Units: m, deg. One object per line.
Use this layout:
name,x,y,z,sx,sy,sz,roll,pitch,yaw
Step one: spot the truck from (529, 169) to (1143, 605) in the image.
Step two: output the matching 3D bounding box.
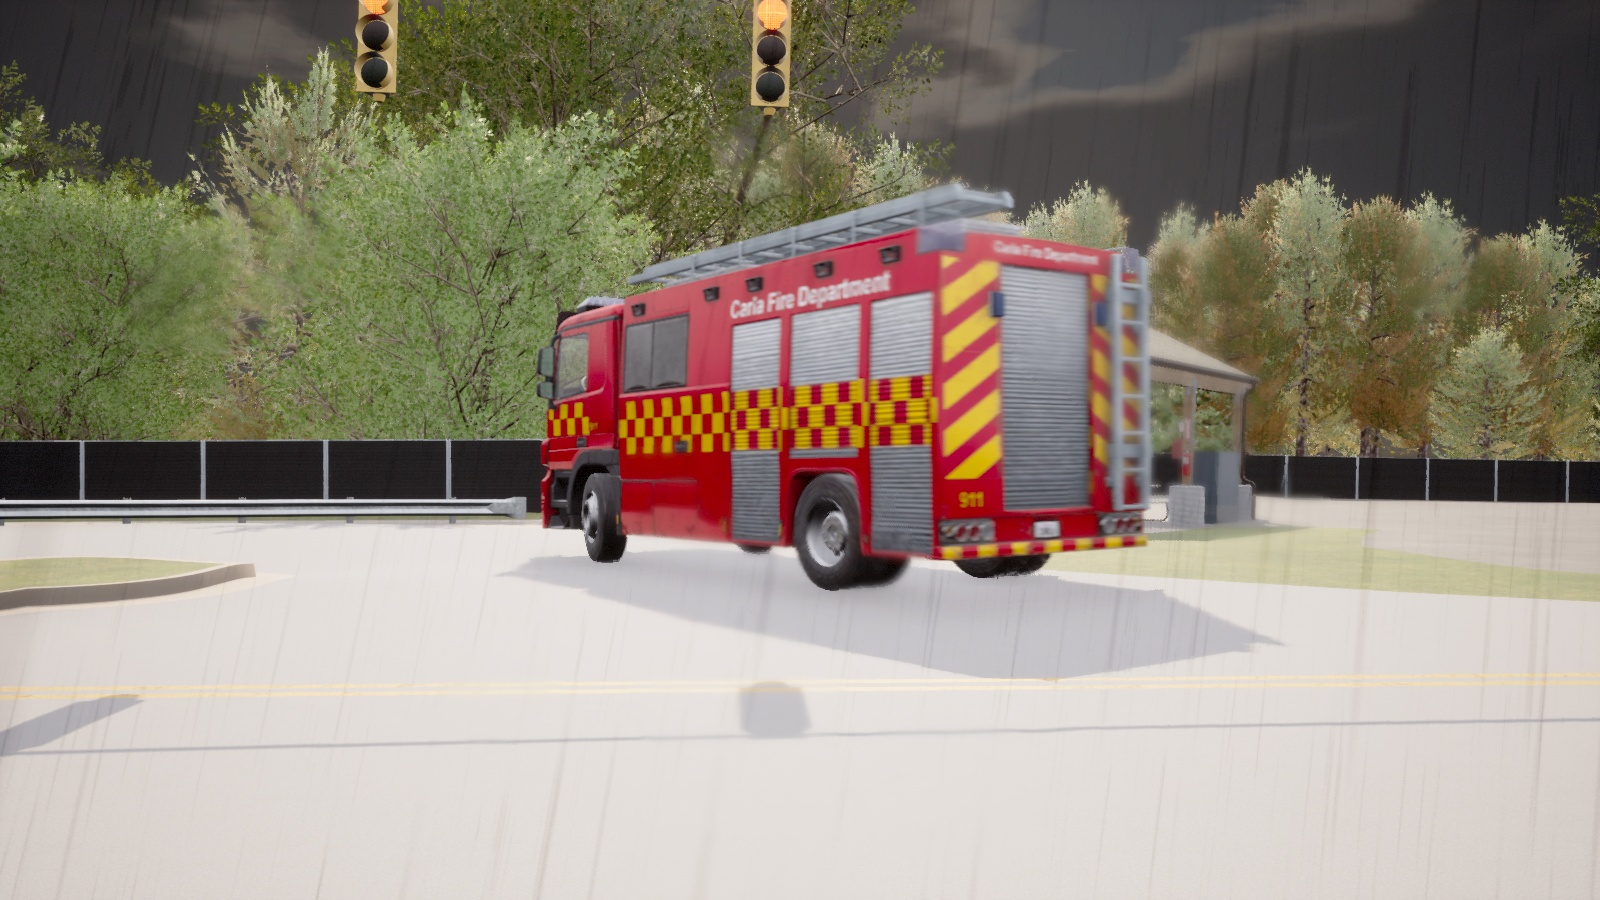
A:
truck,-0.203,-0.486,15.279,2.891,3.827,8.468,0,-1,-36
